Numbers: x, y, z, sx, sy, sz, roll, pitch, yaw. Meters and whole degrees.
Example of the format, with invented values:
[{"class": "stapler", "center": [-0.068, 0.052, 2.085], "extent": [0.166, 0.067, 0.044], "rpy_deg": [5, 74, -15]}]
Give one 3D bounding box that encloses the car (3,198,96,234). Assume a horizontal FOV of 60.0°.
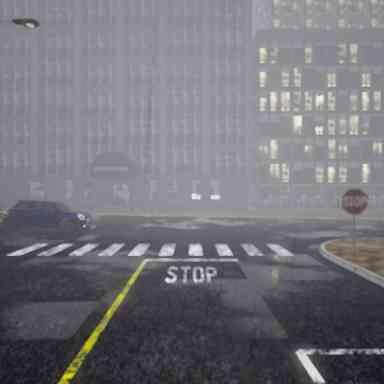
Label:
[{"class": "car", "center": [-7.639, 1.227, 18.196], "extent": [4.553, 1.767, 2.097], "rpy_deg": [2, 0, 1]}]
